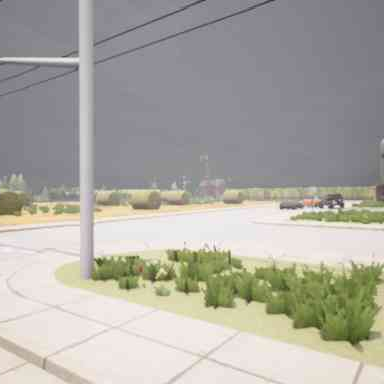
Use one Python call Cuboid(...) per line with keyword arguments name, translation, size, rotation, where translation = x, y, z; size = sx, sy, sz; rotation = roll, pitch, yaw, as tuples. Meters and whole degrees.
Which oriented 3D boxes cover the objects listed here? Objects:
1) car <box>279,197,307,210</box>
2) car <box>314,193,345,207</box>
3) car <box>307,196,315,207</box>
Cuboid(name="car", translation=(12.790, 1.589, 42.830), size=(1.994, 1.385, 4.181), rotation=(-2, -1, 36))
Cuboid(name="car", translation=(18.109, 1.196, 43.257), size=(1.905, 1.878, 3.866), rotation=(-6, -1, -8))
Cuboid(name="car", translation=(18.409, 1.436, 51.051), size=(2.097, 1.767, 4.553), rotation=(-1, 0, 34))
